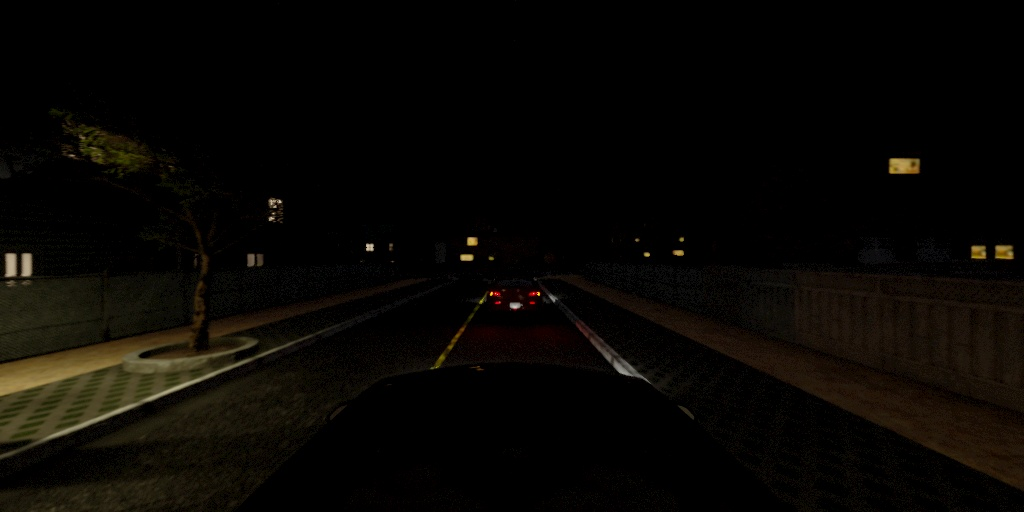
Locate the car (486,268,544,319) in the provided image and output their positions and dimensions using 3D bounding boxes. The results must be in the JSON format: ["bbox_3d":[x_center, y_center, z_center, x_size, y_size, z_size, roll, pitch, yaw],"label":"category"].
[{"bbox_3d":[0.102,1.309,12.871,1.812,1.442,4.674,0,0,0],"label":"car"}]

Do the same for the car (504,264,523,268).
[{"bbox_3d":[0.105,1.338,25.689,1.837,1.490,4.892,0,0,0],"label":"car"}]
